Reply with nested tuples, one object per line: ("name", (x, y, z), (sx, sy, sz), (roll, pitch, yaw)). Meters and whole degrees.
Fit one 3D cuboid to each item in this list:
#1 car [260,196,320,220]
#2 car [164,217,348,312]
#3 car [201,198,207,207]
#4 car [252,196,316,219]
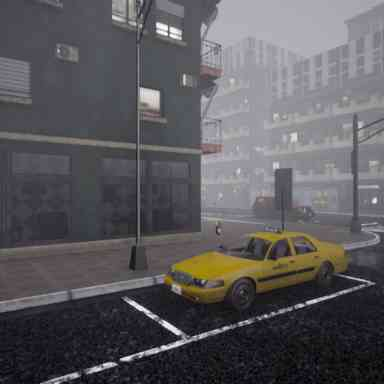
("car", (8.131, 1.294, 28.083), (2.097, 1.767, 4.553), (0, 0, -35))
("car", (1.679, 1.525, 7.704), (4.829, 1.417, 1.752), (0, 0, -35))
("car", (0.517, 1.464, 48.776), (1.802, 1.307, 4.206), (0, 0, -35))
("car", (6.827, 1.263, 25.455), (2.192, 1.841, 5.009), (0, 0, -35))
